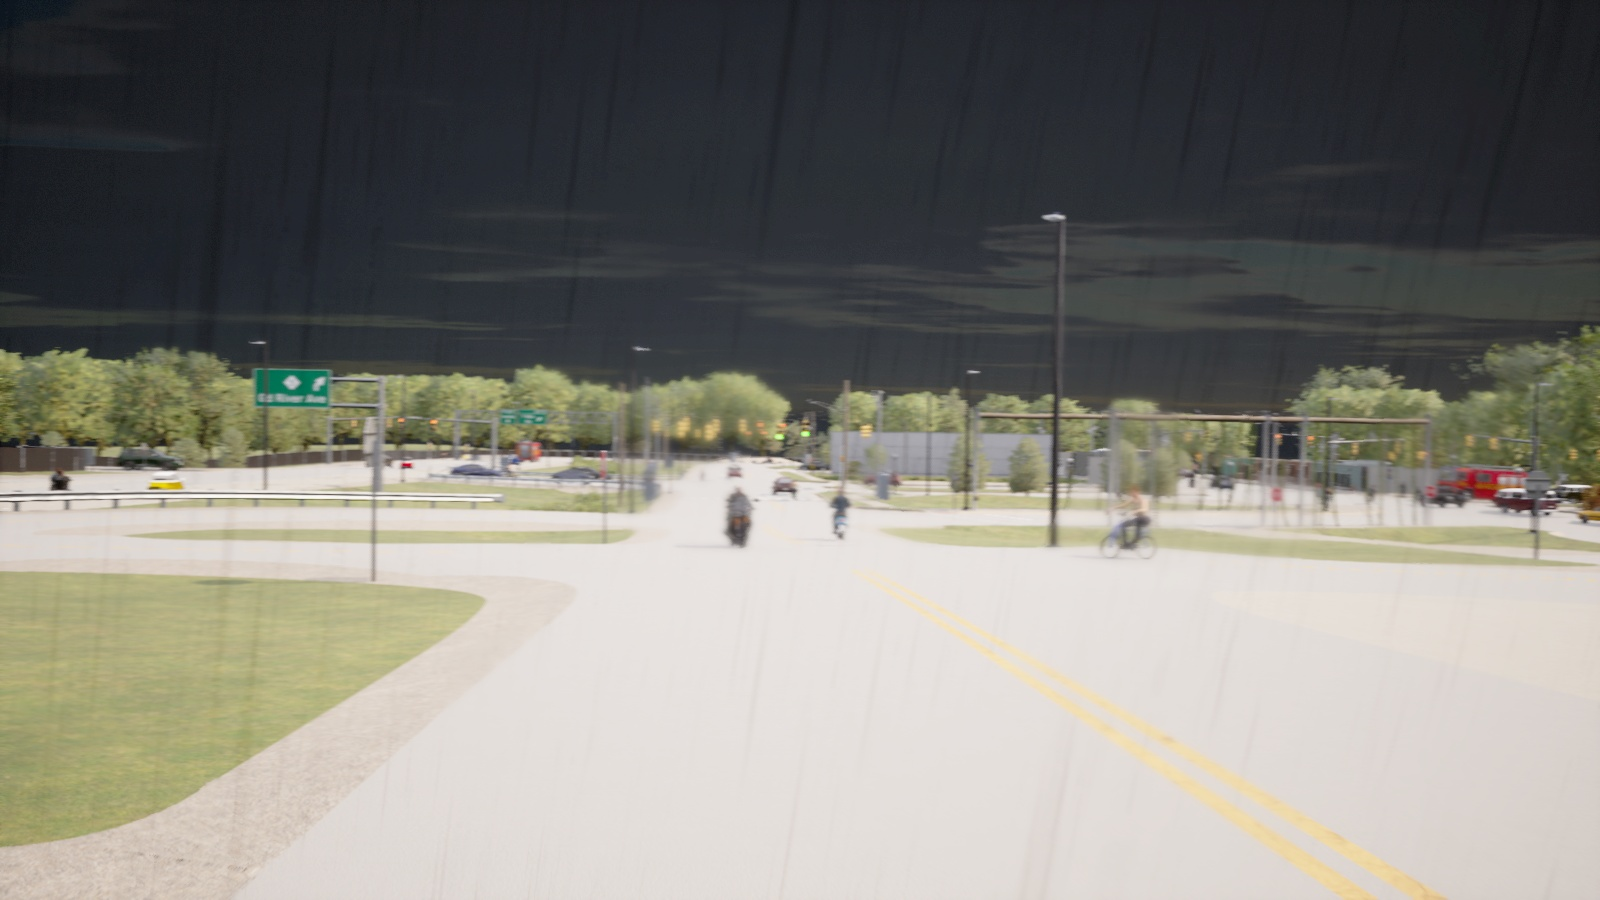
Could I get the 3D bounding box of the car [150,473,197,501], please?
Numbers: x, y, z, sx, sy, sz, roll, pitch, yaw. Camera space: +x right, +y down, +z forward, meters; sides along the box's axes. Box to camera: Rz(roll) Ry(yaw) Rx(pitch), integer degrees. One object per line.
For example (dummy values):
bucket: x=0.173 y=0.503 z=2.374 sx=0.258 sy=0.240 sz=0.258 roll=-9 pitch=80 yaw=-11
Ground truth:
car: x=-33.296 y=1.973 z=66.816 sx=1.481 sy=1.376 sz=2.207 roll=0 pitch=1 yaw=-3

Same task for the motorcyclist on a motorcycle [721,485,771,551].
motorcyclist on a motorcycle: x=-1.335 y=1.659 z=30.582 sx=0.866 sy=1.530 sz=2.191 roll=2 pitch=-3 yaw=-11

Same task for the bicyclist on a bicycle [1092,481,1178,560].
bicyclist on a bicycle: x=7.190 y=1.506 z=26.963 sx=1.509 sy=1.612 sz=0.866 roll=3 pitch=0 yaw=-24

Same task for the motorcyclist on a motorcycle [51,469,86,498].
motorcyclist on a motorcycle: x=-40.458 y=1.827 z=69.493 sx=0.797 sy=1.523 sz=2.044 roll=0 pitch=0 yaw=-3

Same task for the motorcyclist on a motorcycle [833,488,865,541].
motorcyclist on a motorcycle: x=1.518 y=2.005 z=39.218 sx=0.866 sy=1.590 sz=1.817 roll=0 pitch=-3 yaw=-3
